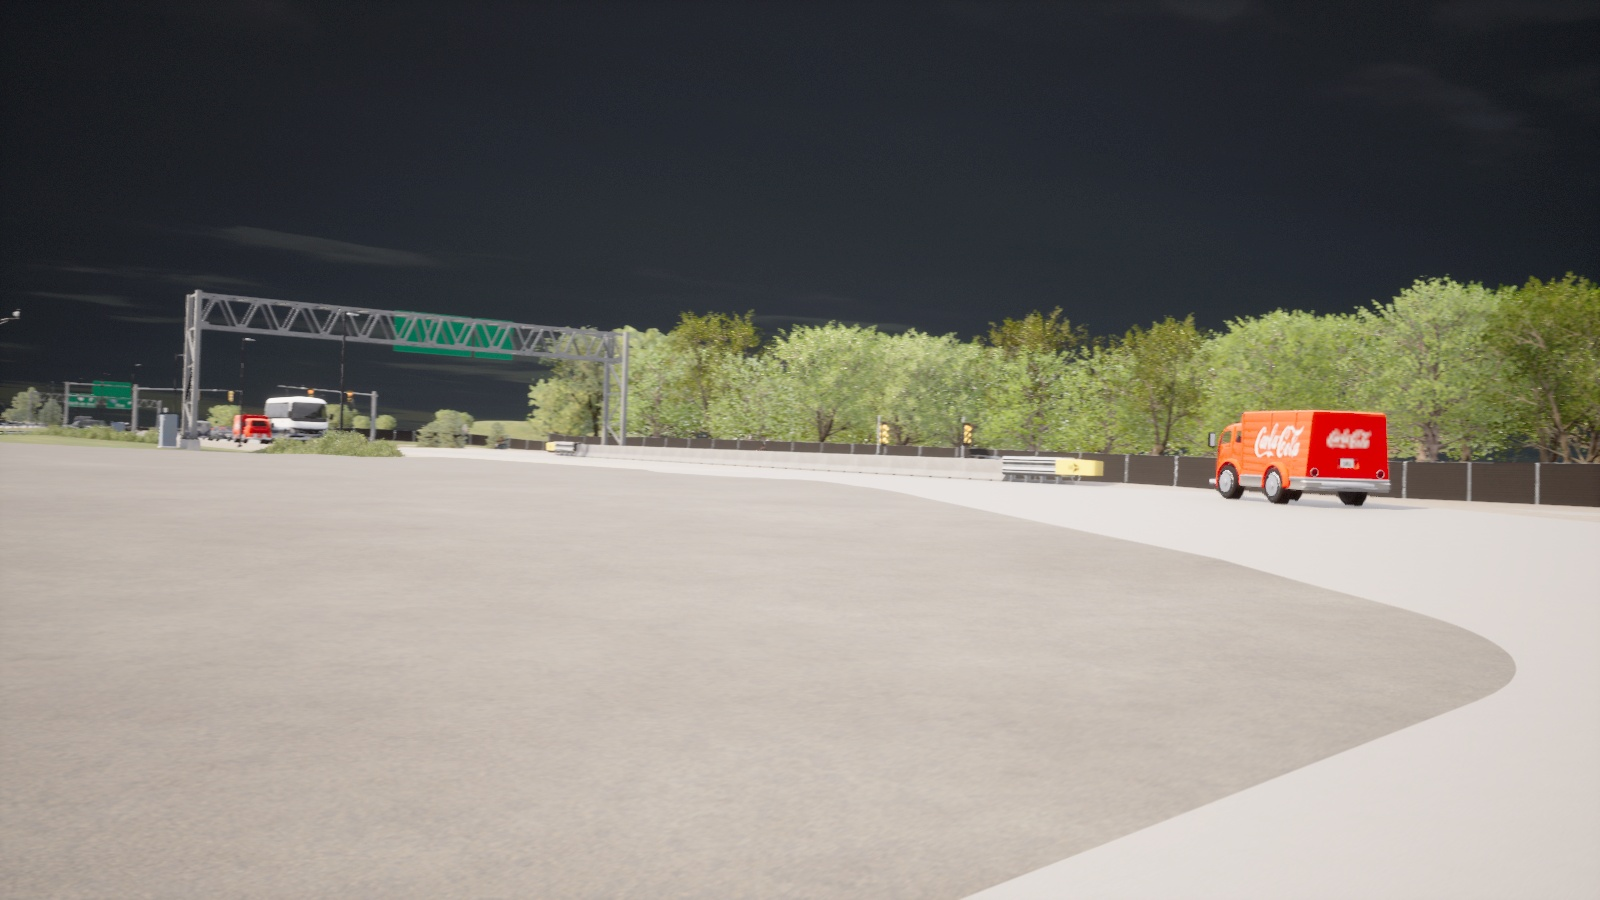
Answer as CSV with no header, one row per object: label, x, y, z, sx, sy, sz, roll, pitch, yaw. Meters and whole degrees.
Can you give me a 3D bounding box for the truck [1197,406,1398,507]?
truck,13.270,0.145,33.979,2.627,2.467,5.204,2,0,-10
